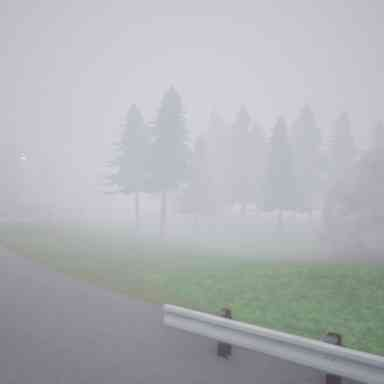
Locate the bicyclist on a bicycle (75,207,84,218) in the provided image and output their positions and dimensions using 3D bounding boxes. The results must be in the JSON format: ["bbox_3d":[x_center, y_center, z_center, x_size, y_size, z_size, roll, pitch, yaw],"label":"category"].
[{"bbox_3d":[-17.055,3.064,50.451,1.656,1.620,0.582,1,-3,10],"label":"bicyclist on a bicycle"}]

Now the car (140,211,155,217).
[{"bbox_3d":[-10.332,4.984,76.081,1.994,1.385,4.181,0,-4,41],"label":"car"}]
